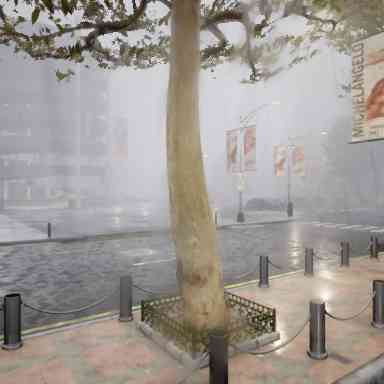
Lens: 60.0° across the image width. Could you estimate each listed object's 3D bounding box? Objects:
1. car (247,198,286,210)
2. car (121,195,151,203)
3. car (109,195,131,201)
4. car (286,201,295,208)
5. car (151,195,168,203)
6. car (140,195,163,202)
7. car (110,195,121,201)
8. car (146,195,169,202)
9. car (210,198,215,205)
[{"bbox_3d":[9.253,1.504,42.812,1.837,1.490,4.892,0,0,-35],"label":"car"},{"bbox_3d":[-11.286,1.478,66.960,5.008,1.535,1.882,1,0,33],"label":"car"},{"bbox_3d":[-17.563,1.440,81.108,4.892,1.490,1.837,0,0,12],"label":"car"},{"bbox_3d":[11.835,1.564,45.220,1.994,1.385,4.181,0,0,-35],"label":"car"},{"bbox_3d":[-7.840,1.541,69.047,5.357,1.411,2.033,0,0,37],"label":"car"},{"bbox_3d":[-8.987,1.478,73.888,5.008,1.535,1.882,0,0,30],"label":"car"},{"bbox_3d":[-18.523,1.427,77.742,5.008,1.535,1.882,0,0,12],"label":"car"},{"bbox_3d":[-7.966,1.525,77.300,4.902,1.511,2.128,0,0,26],"label":"car"},{"bbox_3d":[2.040,1.506,58.776,1.837,1.490,4.892,0,0,-38],"label":"car"}]
